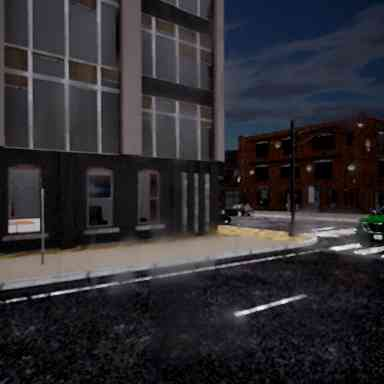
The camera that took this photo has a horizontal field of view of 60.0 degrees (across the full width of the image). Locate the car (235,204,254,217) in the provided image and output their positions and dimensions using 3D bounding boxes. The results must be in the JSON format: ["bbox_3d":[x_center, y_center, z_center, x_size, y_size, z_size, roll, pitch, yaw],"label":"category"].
[{"bbox_3d":[5.083,2.077,37.994,2.008,1.369,4.403,-1,0,-37],"label":"car"}]

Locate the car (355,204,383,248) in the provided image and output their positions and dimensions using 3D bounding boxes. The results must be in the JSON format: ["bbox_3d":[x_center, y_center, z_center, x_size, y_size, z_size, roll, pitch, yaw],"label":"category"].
[{"bbox_3d":[9.258,1.366,14.150,5.566,2.045,2.150,0,0,-35],"label":"car"}]

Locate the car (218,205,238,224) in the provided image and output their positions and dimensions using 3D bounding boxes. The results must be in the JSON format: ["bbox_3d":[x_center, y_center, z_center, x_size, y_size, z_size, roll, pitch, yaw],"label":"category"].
[{"bbox_3d":[1.459,2.040,28.400,1.947,1.339,4.313,-1,0,-37],"label":"car"}]
